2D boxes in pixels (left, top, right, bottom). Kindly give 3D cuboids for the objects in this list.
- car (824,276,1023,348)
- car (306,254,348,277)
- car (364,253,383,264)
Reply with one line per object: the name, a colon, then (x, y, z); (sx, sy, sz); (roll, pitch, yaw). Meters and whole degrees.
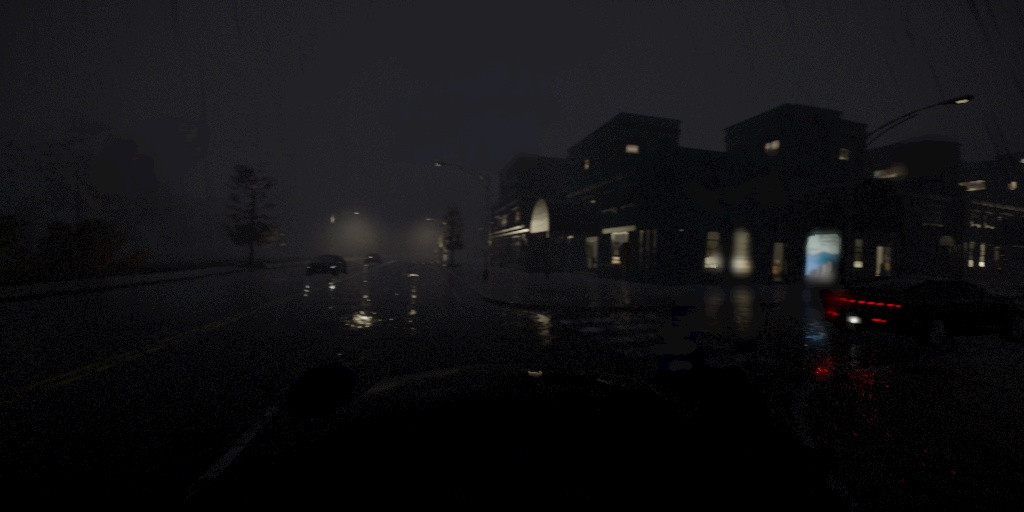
car: (10.261, 1.257, 8.920); (4.892, 1.490, 1.837); (1, 1, -15)
car: (-13.438, 0.632, 26.291); (1.882, 1.535, 5.008); (2, 0, -14)
car: (-19.144, 0.327, 49.647); (1.812, 1.442, 4.674); (2, 0, -14)
